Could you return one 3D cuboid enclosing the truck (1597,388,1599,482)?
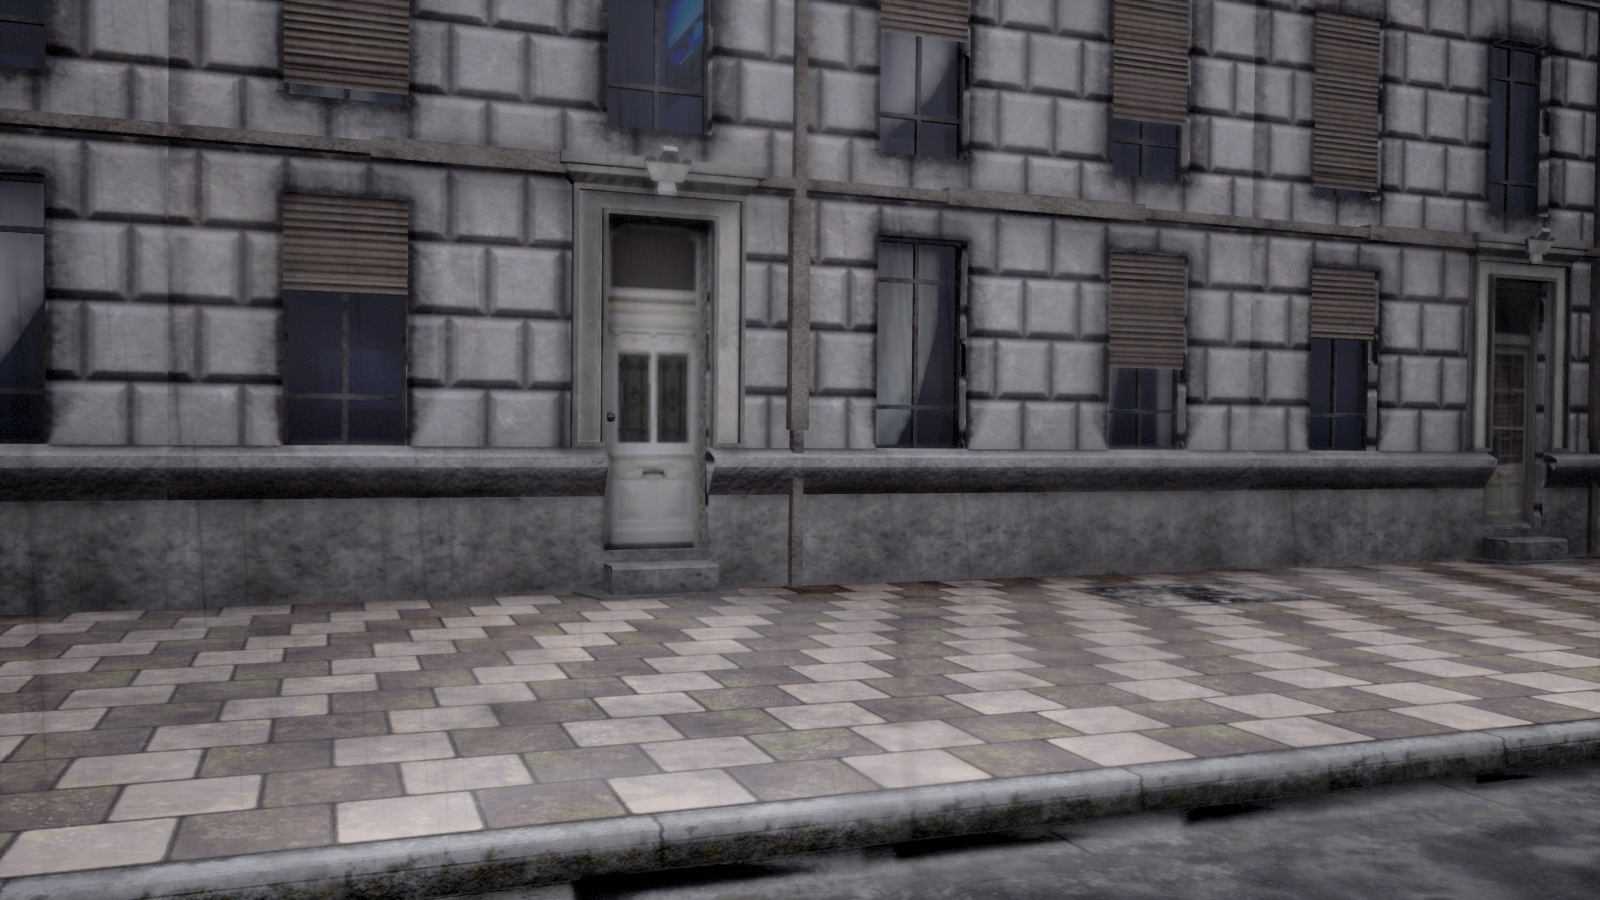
[{"bbox_3d":[23.230,-0.434,31.211,2.627,2.467,5.204,-1,0,-21],"label":"truck"}]
